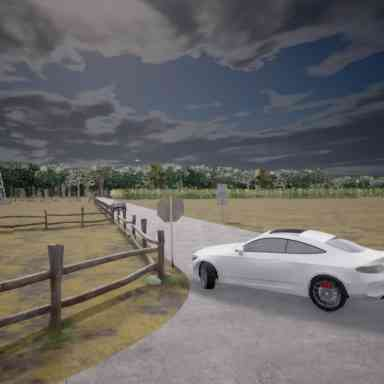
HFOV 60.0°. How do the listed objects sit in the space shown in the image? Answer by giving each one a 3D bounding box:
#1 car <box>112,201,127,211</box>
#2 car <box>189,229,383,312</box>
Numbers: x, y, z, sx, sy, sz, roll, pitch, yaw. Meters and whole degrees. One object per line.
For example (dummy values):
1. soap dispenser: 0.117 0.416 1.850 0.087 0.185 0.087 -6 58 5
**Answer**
1. car: -10.894 1.990 49.471 2.033 1.411 5.357 -2 0 -18
2. car: 2.092 1.617 7.903 4.674 1.442 1.812 -2 0 36
